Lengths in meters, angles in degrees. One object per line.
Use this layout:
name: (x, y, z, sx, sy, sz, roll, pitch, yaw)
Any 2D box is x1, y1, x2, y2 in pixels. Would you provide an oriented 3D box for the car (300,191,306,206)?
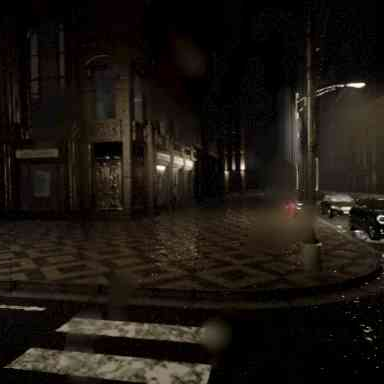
car: (11.857, 0.712, 31.856, 1.837, 1.490, 4.892, 0, 1, 11)

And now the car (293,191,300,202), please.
car: (13.812, 0.562, 41.499, 1.994, 1.385, 4.181, 0, 1, 11)

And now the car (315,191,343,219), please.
car: (9.899, 0.905, 22.534, 2.128, 1.511, 4.902, 0, 1, 12)

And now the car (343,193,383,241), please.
car: (8.145, 0.957, 13.934, 2.097, 1.767, 4.553, 0, 1, 11)
